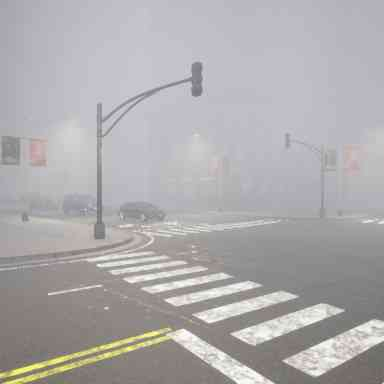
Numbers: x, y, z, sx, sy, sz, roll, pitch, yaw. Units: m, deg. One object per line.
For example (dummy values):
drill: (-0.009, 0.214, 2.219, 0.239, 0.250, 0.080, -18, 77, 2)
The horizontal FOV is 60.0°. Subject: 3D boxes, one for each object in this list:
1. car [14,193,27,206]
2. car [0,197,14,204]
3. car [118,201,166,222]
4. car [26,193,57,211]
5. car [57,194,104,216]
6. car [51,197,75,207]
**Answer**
car: (-26.077, 1.199, 53.379, 5.566, 2.045, 2.150, 0, 0, 45)
car: (-33.657, 1.533, 60.975, 1.994, 1.385, 4.181, 0, 0, -45)
car: (-4.041, 1.495, 26.397, 1.837, 1.490, 4.892, 0, 0, -44)
car: (-18.143, 1.334, 40.548, 2.097, 1.767, 4.553, 0, 0, -45)
car: (-11.052, 1.208, 33.428, 2.150, 2.045, 5.566, 0, 0, -45)
car: (-20.324, 1.548, 52.208, 1.994, 1.385, 4.181, 0, 0, -45)
